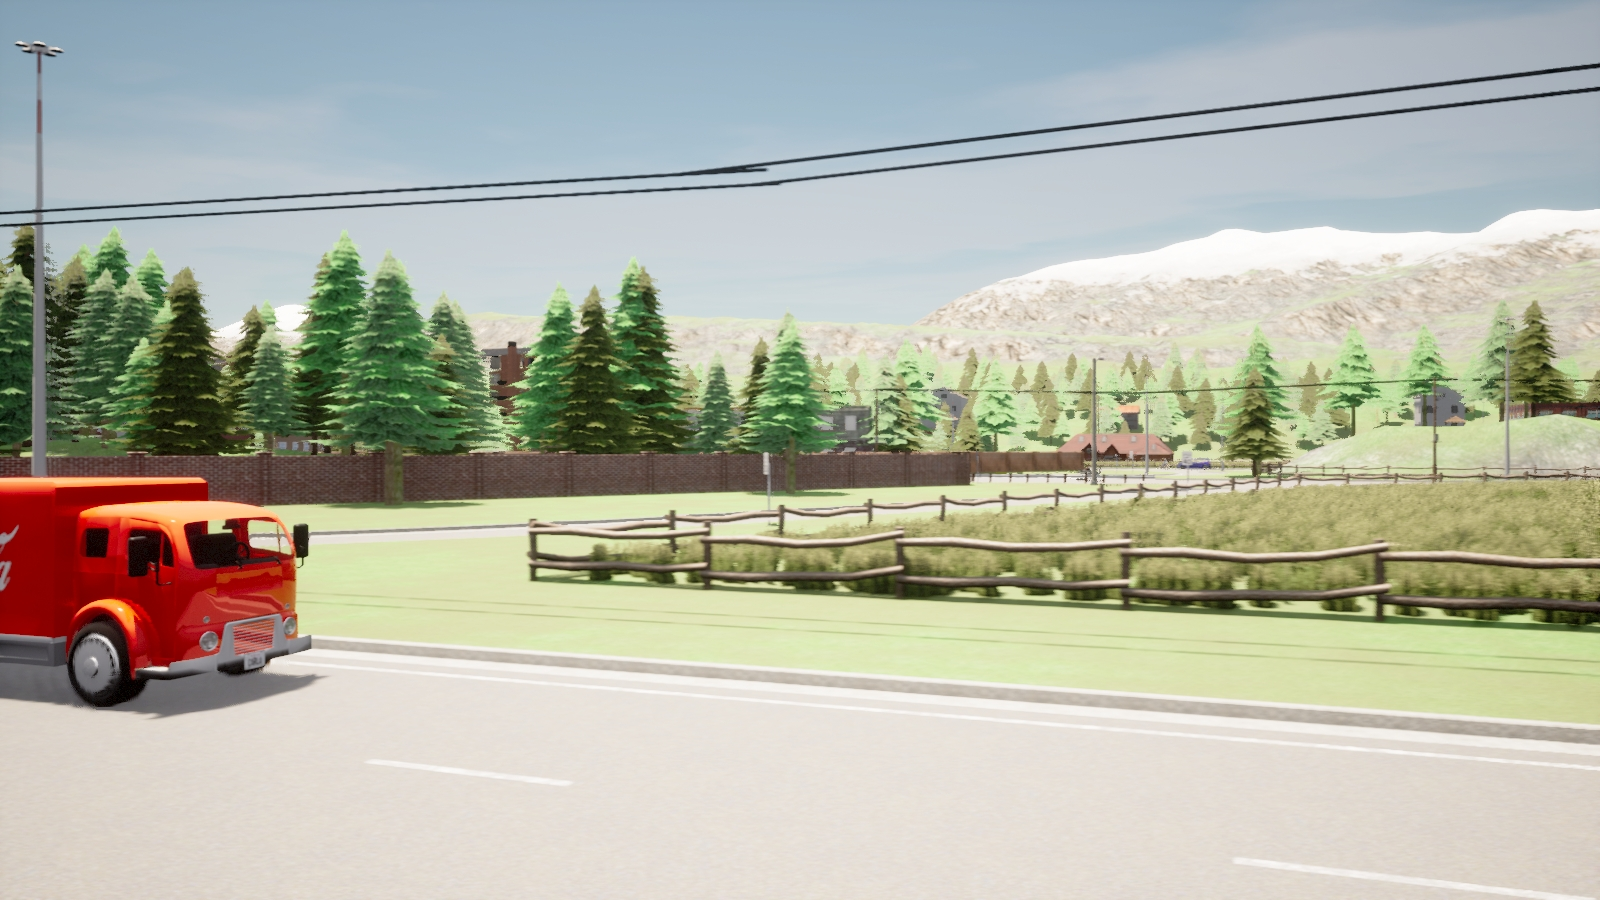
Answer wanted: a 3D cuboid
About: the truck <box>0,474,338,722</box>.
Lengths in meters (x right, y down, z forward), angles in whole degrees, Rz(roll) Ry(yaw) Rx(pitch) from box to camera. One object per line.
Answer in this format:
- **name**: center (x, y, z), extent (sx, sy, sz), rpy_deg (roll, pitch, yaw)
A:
- **truck**: center (-8.651, 1.568, 13.897), extent (5.204, 2.467, 2.627), rpy_deg (0, 0, 20)
